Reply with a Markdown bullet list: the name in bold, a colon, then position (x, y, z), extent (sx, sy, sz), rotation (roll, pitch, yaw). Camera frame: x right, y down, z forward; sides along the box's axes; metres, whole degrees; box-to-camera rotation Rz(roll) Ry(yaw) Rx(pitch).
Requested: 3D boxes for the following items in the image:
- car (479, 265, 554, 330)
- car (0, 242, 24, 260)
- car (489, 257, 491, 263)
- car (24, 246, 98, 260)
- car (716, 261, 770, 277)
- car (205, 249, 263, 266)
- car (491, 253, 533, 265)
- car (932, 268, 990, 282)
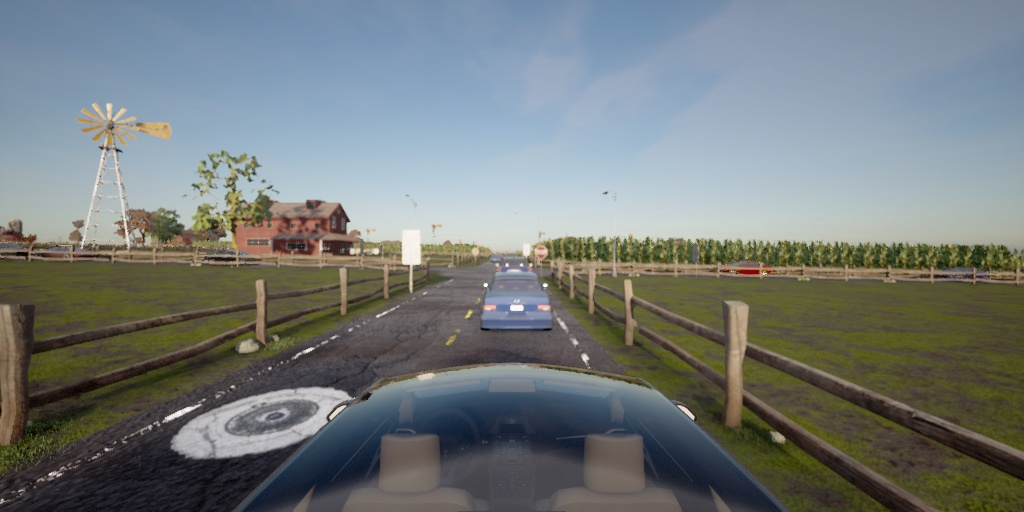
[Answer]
- **car**: position (0.109, 1.162, 10.452), extent (2.033, 1.411, 5.357), rotation (0, 1, 0)
- **car**: position (-49.193, -0.540, 34.734), extent (4.553, 1.767, 2.097), rotation (1, 0, 1)
- **car**: position (-2.736, 0.409, 60.402), extent (2.033, 1.411, 5.357), rotation (0, 1, 1)
- **car**: position (-46.777, -0.301, 37.538), extent (5.357, 1.411, 2.033), rotation (1, 0, 1)
- **car**: position (23.757, 1.282, 36.952), extent (5.008, 1.535, 1.882), rotation (1, 0, 0)
- **car**: position (-26.624, 0.134, 34.462), extent (4.892, 1.490, 1.837), rotation (1, 0, 1)
- **car**: position (0.122, 0.815, 20.166), extent (2.097, 1.767, 4.553), rotation (0, 1, 0)
- **car**: position (45.770, 1.881, 36.687), extent (4.181, 1.385, 1.994), rotation (1, 0, 1)
